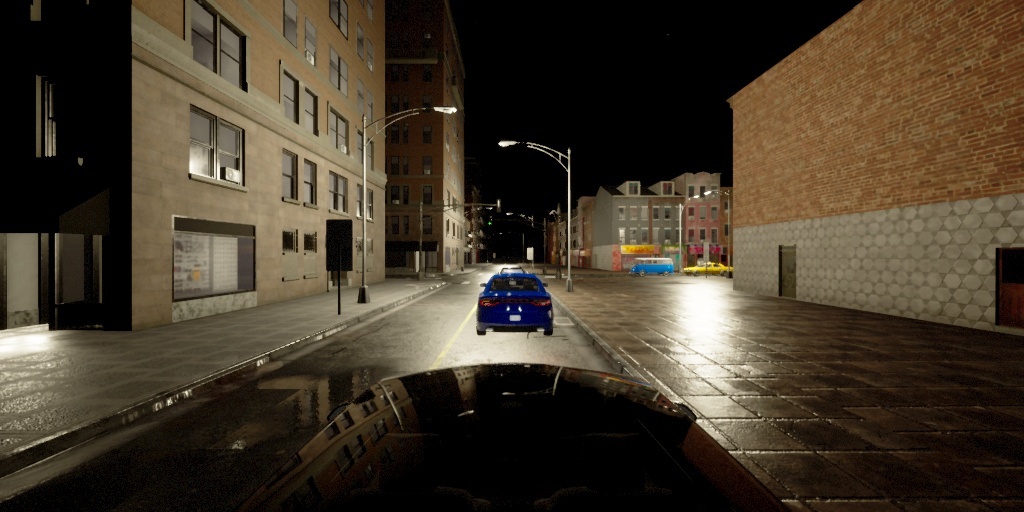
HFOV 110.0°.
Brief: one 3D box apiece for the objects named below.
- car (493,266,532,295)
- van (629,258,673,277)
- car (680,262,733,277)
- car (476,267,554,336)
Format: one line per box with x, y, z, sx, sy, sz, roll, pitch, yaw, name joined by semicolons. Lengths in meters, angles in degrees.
0.008;1.314;20.350;1.994;1.385;4.181;0;0;-1;car
13.610;1.087;35.015;3.998;1.789;1.690;0;0;0;van
19.051;1.267;35.028;4.829;1.417;1.751;0;0;0;car
0.067;1.227;10.455;1.882;1.535;5.008;0;0;0;car
